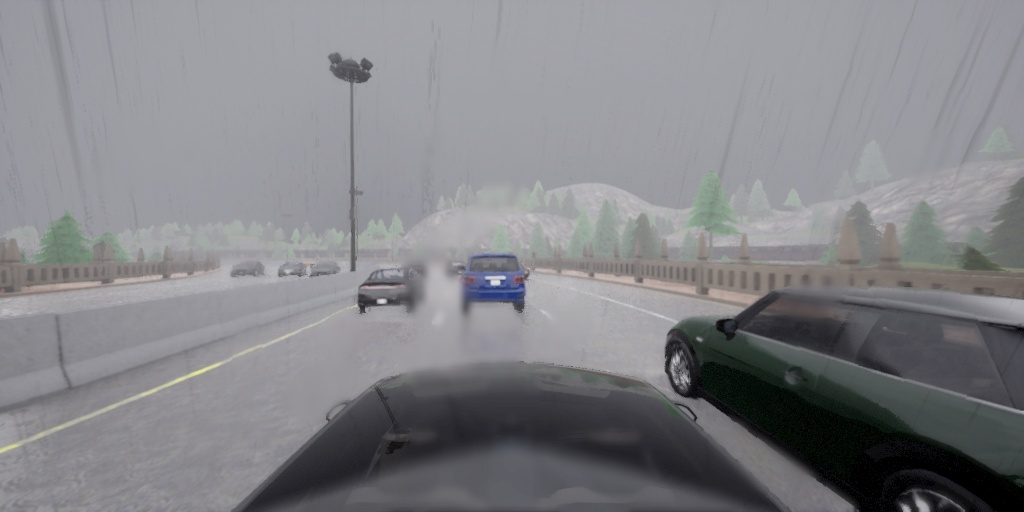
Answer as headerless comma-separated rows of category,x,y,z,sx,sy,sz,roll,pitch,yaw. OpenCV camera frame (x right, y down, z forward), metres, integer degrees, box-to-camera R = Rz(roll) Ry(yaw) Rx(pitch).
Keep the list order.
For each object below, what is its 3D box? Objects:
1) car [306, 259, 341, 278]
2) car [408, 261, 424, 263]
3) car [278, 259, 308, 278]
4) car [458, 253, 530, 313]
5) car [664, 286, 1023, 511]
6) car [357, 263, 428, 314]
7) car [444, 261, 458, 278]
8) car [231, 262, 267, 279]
car,-15.571,1.216,30.152,1.837,1.490,4.892,0,0,-19
car,-8.422,1.162,31.412,1.837,1.490,4.892,0,0,-17
car,-20.742,1.232,34.022,2.128,1.511,4.902,0,0,-22
car,-0.848,0.910,13.847,2.150,2.045,5.566,0,0,-7
car,3.385,1.077,3.611,2.097,1.767,4.553,0,0,-1
car,-4.391,1.199,13.645,2.128,1.511,4.902,0,0,-7
car,-4.852,1.157,31.659,1.812,1.442,4.674,0,0,-17
car,-24.090,1.275,32.999,1.837,1.490,4.892,0,0,-23
